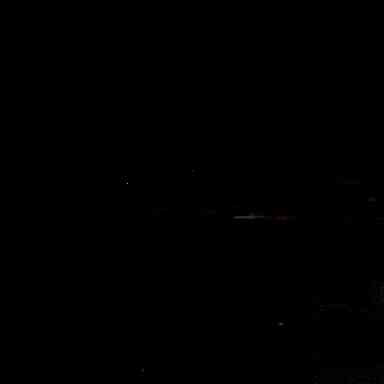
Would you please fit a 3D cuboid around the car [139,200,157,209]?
[{"bbox_3d":[-8.036,2.290,60.786,2.128,1.511,4.902,-1,1,-35],"label":"car"}]

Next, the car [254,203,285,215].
[{"bbox_3d":[9.669,2.138,42.227,1.812,1.442,4.674,-1,0,-36],"label":"car"}]

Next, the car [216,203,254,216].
[{"bbox_3d":[5.106,2.203,42.250,1.882,1.535,5.008,-1,0,-36],"label":"car"}]
